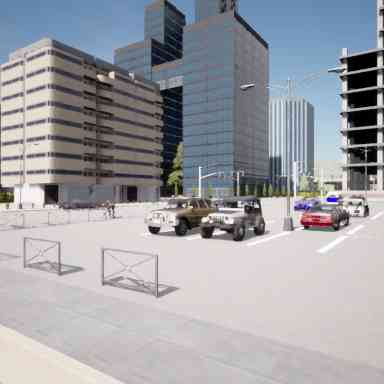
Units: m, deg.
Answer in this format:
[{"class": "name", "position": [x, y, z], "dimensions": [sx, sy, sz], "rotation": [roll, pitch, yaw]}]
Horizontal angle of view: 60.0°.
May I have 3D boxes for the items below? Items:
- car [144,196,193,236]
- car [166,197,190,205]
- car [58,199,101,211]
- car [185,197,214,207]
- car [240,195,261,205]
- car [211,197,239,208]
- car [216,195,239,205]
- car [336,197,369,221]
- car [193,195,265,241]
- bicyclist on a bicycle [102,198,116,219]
[{"class": "car", "position": [-0.334, 1.153, 17.314], "dimensions": [1.932, 1.855, 4.605], "rotation": [0, 0, 34]}, {"class": "car", "position": [-2.425, 1.568, 58.392], "dimensions": [1.994, 1.385, 4.181], "rotation": [0, 0, 34]}, {"class": "car", "position": [-13.876, 1.547, 41.419], "dimensions": [2.033, 1.411, 5.357], "rotation": [0, 0, 34]}, {"class": "car", "position": [1.247, 1.492, 51.185], "dimensions": [2.128, 1.511, 4.902], "rotation": [0, 0, 34]}, {"class": "car", "position": [10.317, 1.352, 58.394], "dimensions": [2.097, 1.767, 4.553], "rotation": [0, 0, 34]}, {"class": "car", "position": [5.060, 1.547, 50.513], "dimensions": [2.033, 1.411, 5.357], "rotation": [0, 0, 33]}, {"class": "car", "position": [6.281, 1.352, 58.820], "dimensions": [2.097, 1.767, 4.553], "rotation": [0, 0, 34]}, {"class": "car", "position": [14.033, 1.395, 28.634], "dimensions": [1.970, 1.475, 3.806], "rotation": [0, 0, 34]}, {"class": "car", "position": [2.037, 1.156, 15.653], "dimensions": [1.905, 1.878, 3.866], "rotation": [0, 0, 34]}, {"class": "bicyclist on a bicycle", "position": [-6.582, 1.302, 26.262], "dimensions": [1.656, 1.620, 0.582], "rotation": [0, 0, 34]}]
